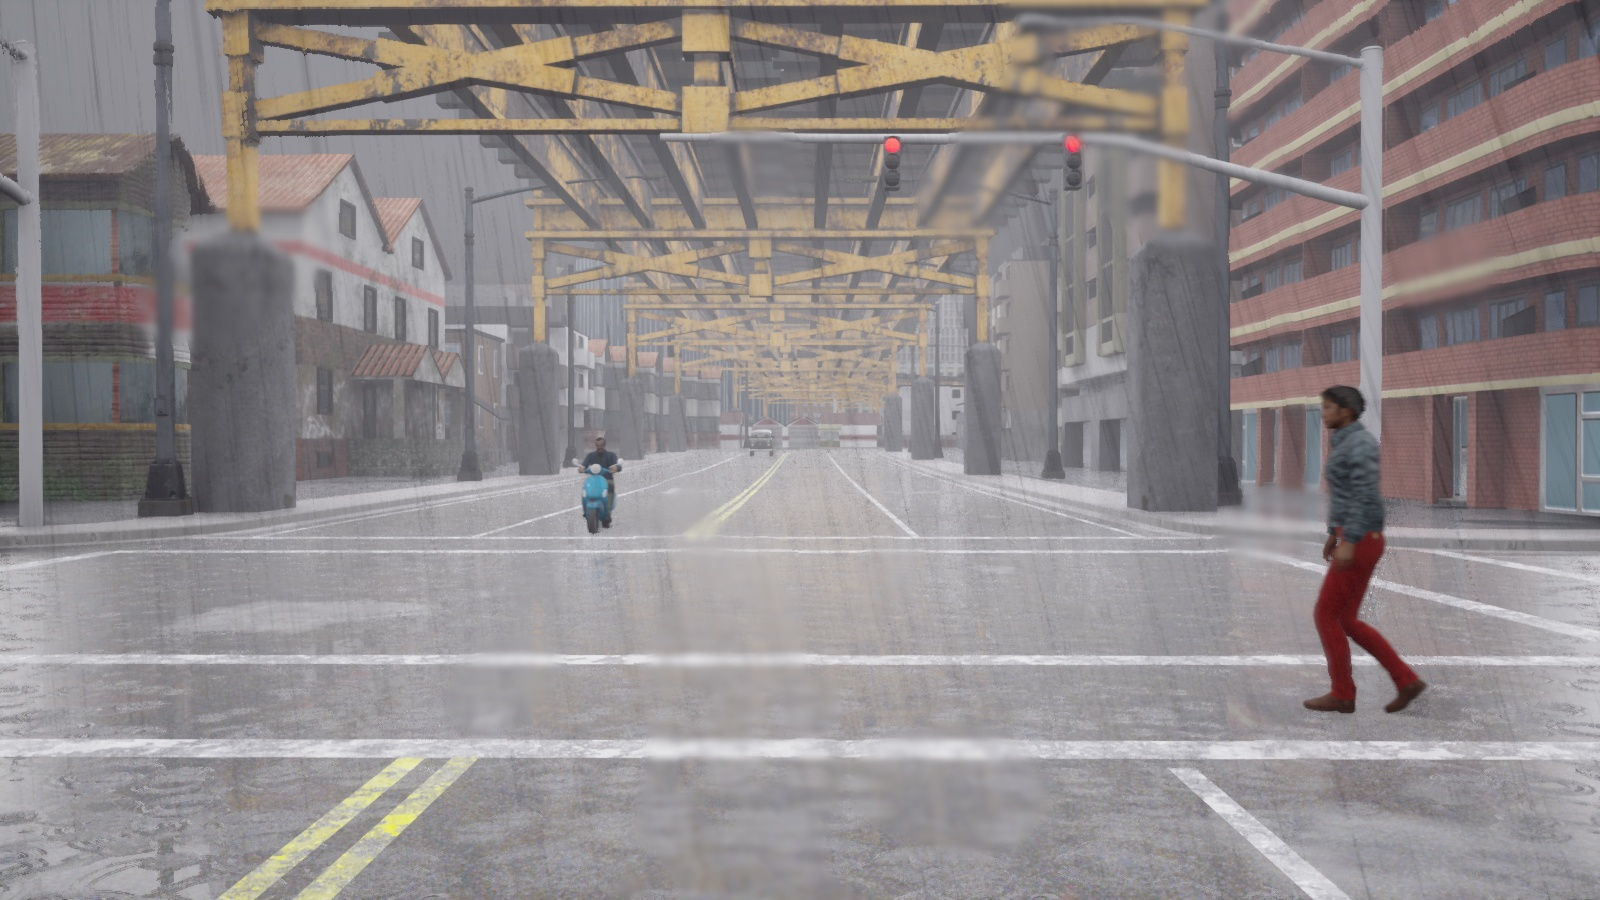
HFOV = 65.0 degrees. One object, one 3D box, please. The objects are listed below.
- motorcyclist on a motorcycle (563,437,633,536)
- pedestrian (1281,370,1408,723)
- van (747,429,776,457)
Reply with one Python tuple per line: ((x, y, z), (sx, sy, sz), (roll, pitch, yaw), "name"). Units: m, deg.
((-3.370, 0.578, 21.086), (0.866, 1.590, 1.817), (0, 0, 0), "motorcyclist on a motorcycle")
((2.965, 0.505, 6.860), (0.614, 1.847, 0.353), (0, 0, 22), "pedestrian")
((-2.958, -0.555, 96.414), (2.069, 2.038, 4.480), (0, 1, 0), "van")
